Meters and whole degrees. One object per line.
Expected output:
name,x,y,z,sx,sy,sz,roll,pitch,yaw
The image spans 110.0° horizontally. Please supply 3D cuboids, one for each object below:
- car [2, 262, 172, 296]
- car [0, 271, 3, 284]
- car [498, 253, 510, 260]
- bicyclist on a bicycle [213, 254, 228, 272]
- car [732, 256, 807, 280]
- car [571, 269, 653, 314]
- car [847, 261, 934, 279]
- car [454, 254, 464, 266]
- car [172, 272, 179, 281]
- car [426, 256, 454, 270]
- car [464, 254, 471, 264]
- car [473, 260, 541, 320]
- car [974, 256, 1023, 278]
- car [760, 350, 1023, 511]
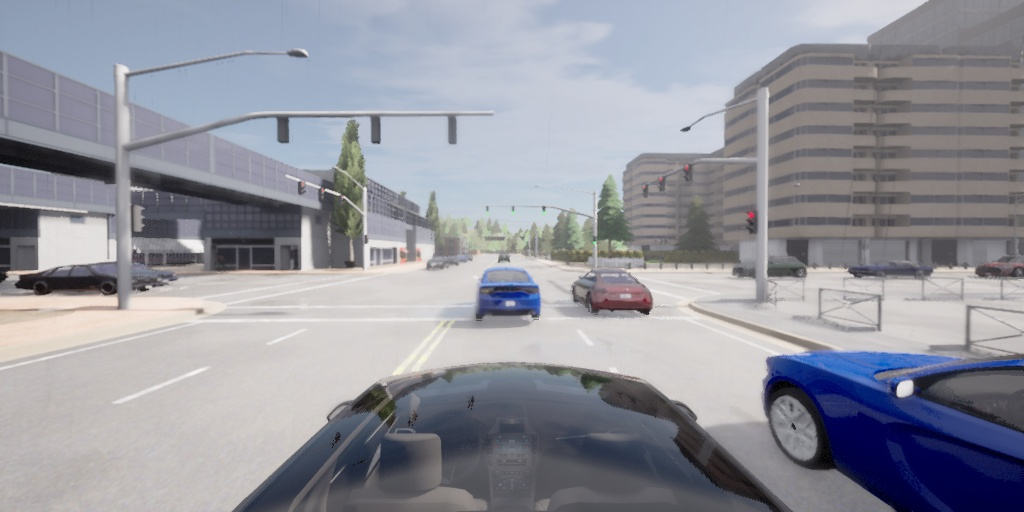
car,-20.068,1.087,17.143,5.357,1.411,2.033,0,1,-1
car,-32.151,1.097,20.423,4.718,1.301,1.895,0,1,-1
car,-1.408,0.229,64.652,2.097,1.767,4.553,0,1,-1
bicyclist on a bicycle,-26.030,0.638,32.015,0.582,1.620,1.656,0,1,-1
car,18.524,0.762,25.970,4.553,1.767,2.097,0,1,-1
car,3.409,1.158,12.906,1.994,1.385,4.181,0,1,-1
car,27.511,1.006,26.199,4.718,1.301,1.895,0,1,-1
car,-8.254,0.656,49.236,1.994,1.385,4.181,0,1,-1
car,-22.569,1.039,20.598,5.357,1.411,2.033,0,1,-1
car,-8.070,0.722,39.277,2.128,1.511,4.902,0,1,0
car,-8.438,0.476,59.426,1.812,1.442,4.674,0,1,-1
car,-0.271,1.085,12.012,1.882,1.535,5.008,0,1,-5
car,37.306,0.752,26.427,4.553,1.767,2.097,0,1,-1
car,3.579,1.226,1.773,1.882,1.535,5.008,0,1,0
